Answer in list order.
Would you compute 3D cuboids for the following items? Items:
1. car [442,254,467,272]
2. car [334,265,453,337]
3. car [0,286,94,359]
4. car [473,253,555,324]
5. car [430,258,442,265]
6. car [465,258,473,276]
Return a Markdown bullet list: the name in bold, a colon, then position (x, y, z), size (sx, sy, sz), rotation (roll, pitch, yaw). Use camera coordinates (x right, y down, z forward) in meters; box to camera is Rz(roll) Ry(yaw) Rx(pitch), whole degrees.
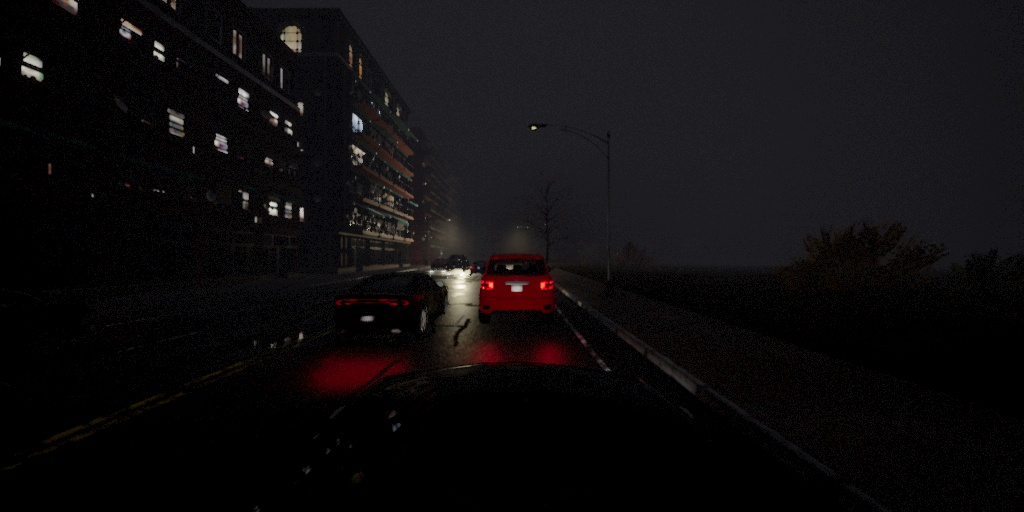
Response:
- **car**: position (-6.430, 0.785, 42.671), size (2.150, 2.045, 5.566), rotation (0, 0, 0)
- **car**: position (-3.117, 1.190, 10.225), size (1.882, 1.535, 5.008), rotation (0, 0, 0)
- **car**: position (-9.838, 1.225, 5.505), size (2.128, 1.511, 4.902), rotation (0, 0, 0)
- **car**: position (0.139, 0.926, 11.963), size (2.150, 2.045, 5.566), rotation (0, 0, 0)
- **car**: position (-9.648, 1.014, 48.392), size (1.882, 1.535, 5.008), rotation (0, 0, 0)
- **car**: position (-3.013, 1.146, 35.119), size (2.033, 1.411, 5.357), rotation (0, 0, 0)
